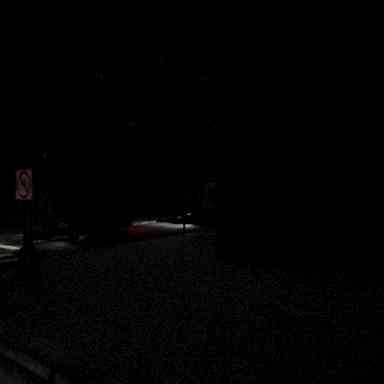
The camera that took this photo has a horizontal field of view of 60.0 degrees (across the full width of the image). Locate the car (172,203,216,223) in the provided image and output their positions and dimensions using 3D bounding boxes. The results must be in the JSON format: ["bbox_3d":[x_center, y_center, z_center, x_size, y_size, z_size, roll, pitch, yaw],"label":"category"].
[{"bbox_3d":[0.418,1.583,26.159,1.812,1.442,4.674,0,0,36],"label":"car"}]

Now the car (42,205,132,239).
[{"bbox_3d":[-5.468,1.515,17.905,1.882,1.535,5.008,0,0,35],"label":"car"}]
